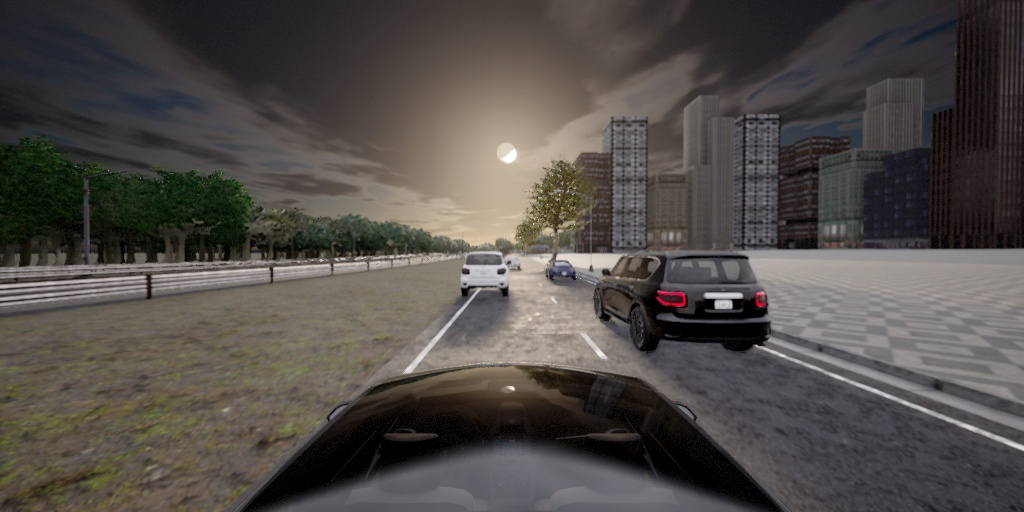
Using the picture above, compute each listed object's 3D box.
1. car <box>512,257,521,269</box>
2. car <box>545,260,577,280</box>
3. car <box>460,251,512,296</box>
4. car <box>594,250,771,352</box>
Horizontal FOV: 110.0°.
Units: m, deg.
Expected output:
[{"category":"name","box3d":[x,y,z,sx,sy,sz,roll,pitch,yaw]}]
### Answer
[{"category":"car","box3d":[0.081,0.830,44.855,1.812,1.442,4.674,0,0,-1]},{"category":"car","box3d":[3.601,1.002,26.915,1.812,1.442,4.674,0,1,0]},{"category":"car","box3d":[-1.226,0.793,17.969,2.150,2.045,5.566,0,1,0]},{"category":"car","box3d":[3.599,0.889,8.779,2.150,2.045,5.566,0,1,0]}]
